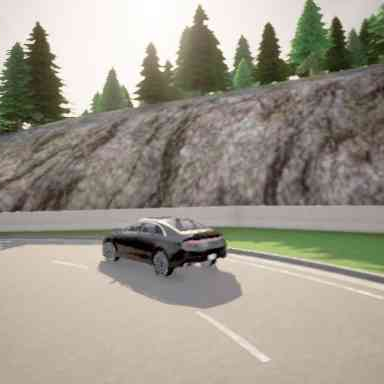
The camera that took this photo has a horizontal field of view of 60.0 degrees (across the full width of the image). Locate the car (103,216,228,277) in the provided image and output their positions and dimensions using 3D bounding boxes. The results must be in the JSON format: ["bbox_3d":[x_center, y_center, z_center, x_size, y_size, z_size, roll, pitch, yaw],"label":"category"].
[{"bbox_3d":[-1.078,1.524,10.445,2.128,1.511,4.902,-2,0,-41],"label":"car"}]
